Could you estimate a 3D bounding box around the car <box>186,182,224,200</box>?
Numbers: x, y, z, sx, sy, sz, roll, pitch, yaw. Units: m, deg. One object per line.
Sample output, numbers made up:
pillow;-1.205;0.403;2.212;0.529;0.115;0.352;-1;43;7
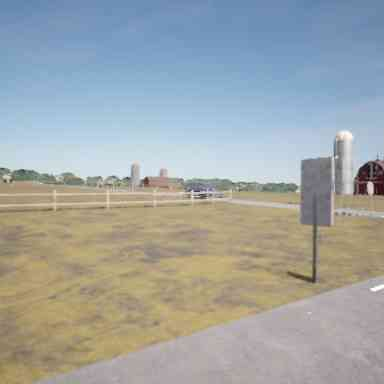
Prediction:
car;1.528;-0.191;40.433;2.150;2.045;5.566;1;2;-36
